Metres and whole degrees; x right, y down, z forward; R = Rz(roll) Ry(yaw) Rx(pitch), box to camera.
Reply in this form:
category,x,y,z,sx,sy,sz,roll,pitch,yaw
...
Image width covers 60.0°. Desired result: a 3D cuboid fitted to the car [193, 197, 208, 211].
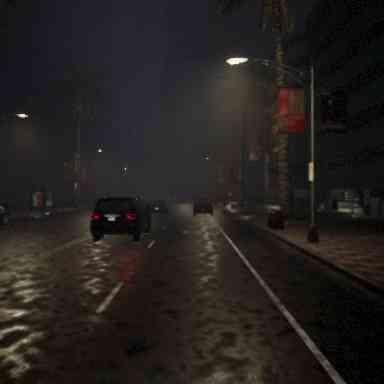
category,x,y,z,sx,sy,sz,roll,pitch,yaw
car,1.054,1.511,42.905,1.882,1.535,5.008,0,0,0

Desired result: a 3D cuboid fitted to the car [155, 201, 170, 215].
category,x,y,z,sx,sy,sz,roll,pitch,yaw
car,-3.397,1.591,34.335,1.994,1.385,4.181,0,0,0

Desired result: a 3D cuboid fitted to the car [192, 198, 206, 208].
category,x,y,z,sx,sy,sz,roll,pitch,yaw
car,1.129,1.564,48.480,1.812,1.442,4.674,0,0,4

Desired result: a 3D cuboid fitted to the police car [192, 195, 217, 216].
category,x,y,z,sx,sy,sz,roll,pitch,yaw
police car,1.053,1.451,33.015,1.930,1.638,5.238,0,0,0

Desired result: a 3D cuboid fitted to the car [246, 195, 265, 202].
category,x,y,z,sx,sy,sz,roll,pitch,yaw
car,14.309,1.519,74.074,5.008,1.535,1.882,0,0,-35

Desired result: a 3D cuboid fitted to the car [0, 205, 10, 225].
category,x,y,z,sx,sy,sz,roll,pitch,yaw
car,-13.585,1.498,21.261,2.231,1.521,4.892,0,0,0

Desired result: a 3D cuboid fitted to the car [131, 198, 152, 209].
category,x,y,z,sx,sy,sz,roll,pitch,yaw
car,-6.865,1.600,45.736,1.994,1.385,4.181,0,0,2

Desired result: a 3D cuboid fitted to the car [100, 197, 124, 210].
category,x,y,z,sx,sy,sz,roll,pitch,yaw
car,-10.442,1.512,43.796,1.882,1.535,5.008,0,0,2

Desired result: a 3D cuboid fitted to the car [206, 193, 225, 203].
category,x,y,z,sx,sy,sz,roll,pitch,yaw
car,4.495,1.266,63.391,2.150,2.045,5.566,0,0,33

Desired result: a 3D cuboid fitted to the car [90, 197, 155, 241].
category,x,y,z,sx,sy,sz,roll,pitch,yaw
car,-3.398,1.235,16.764,2.150,2.045,5.566,0,0,0
